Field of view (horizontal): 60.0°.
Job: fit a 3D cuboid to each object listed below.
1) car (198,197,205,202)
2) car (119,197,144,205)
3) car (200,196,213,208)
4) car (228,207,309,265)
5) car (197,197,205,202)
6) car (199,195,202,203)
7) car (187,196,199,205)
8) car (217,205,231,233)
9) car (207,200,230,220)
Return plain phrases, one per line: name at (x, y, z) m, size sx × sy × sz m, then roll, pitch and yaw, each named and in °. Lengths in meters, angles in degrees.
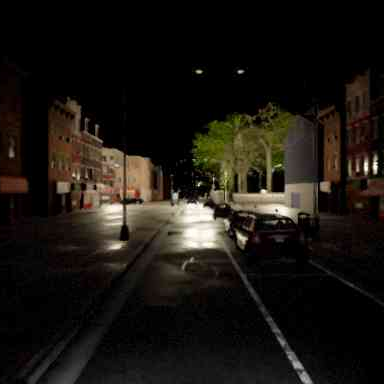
car at (2.594, 2.045, 89.363) m, size 1.752 × 1.417 × 4.829 m, roll -1°, pitch -1°, yaw 0°
car at (-12.006, 1.763, 66.299) m, size 4.892 × 1.490 × 1.837 m, roll 0°, pitch 0°, yaw 0°
car at (2.610, 1.779, 51.230) m, size 1.947 × 1.339 × 4.313 m, roll -1°, pitch 0°, yaw 0°
car at (2.624, 1.472, 11.878) m, size 1.967 × 1.590 × 4.097 m, roll -1°, pitch 0°, yaw 0°
car at (2.592, 2.123, 94.644) m, size 2.008 × 1.369 × 4.403 m, roll -1°, pitch -1°, yaw 0°
car at (2.597, 2.017, 83.743) m, size 2.008 × 1.369 × 4.403 m, roll -1°, pitch -1°, yaw 0°
car at (-0.023, 1.817, 67.760) m, size 1.812 × 1.442 × 4.674 m, roll 0°, pitch -1°, yaw 0°
car at (2.623, 1.601, 17.499) m, size 2.008 × 1.369 × 4.403 m, roll -1°, pitch 0°, yaw 0°
car at (2.619, 1.645, 28.743) m, size 2.008 × 1.369 × 4.403 m, roll -1°, pitch 0°, yaw 0°
